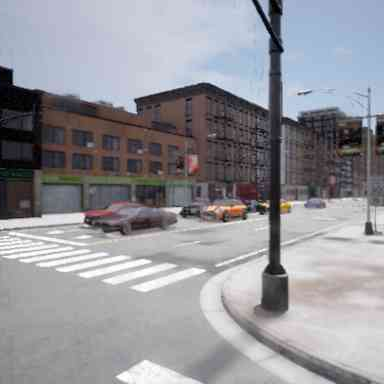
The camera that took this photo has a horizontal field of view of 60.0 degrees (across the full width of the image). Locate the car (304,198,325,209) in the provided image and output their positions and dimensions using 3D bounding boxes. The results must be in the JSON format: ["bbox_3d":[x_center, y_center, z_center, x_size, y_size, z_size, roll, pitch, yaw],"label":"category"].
[{"bbox_3d":[16.989,1.536,45.769,1.812,1.442,4.674,0,0,37],"label":"car"}]

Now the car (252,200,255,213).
[{"bbox_3d":[6.641,1.546,37.383,1.994,1.385,4.181,0,0,36],"label":"car"}]

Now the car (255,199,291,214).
[{"bbox_3d":[8.795,1.471,34.820,1.882,1.535,5.008,0,0,37],"label":"car"}]

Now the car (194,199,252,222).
[{"bbox_3d":[2.570,1.332,26.427,2.097,1.767,4.553,0,0,36],"label":"car"}]

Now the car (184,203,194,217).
[{"bbox_3d":[0.742,1.533,29.418,1.994,1.385,4.181,0,0,36],"label":"car"}]

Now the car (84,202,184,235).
[{"bbox_3d":[-3.047,1.516,18.832,2.033,1.411,5.357,0,0,37],"label":"car"}]

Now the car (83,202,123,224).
[{"bbox_3d":[-4.782,1.435,21.954,1.882,1.535,5.008,0,0,36],"label":"car"}]
